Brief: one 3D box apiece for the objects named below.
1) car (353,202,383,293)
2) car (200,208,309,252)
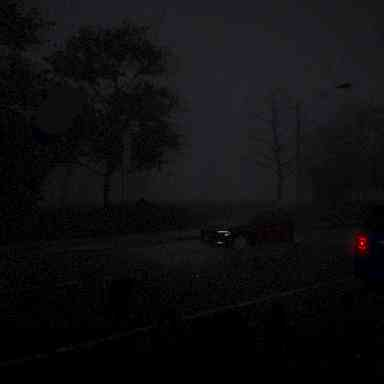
[{"bbox_3d":[6.017,1.214,7.525,5.566,2.045,2.150,0,0,-32],"label":"car"},{"bbox_3d":[2.667,1.452,13.873,5.008,1.535,1.882,0,0,-31],"label":"car"}]
